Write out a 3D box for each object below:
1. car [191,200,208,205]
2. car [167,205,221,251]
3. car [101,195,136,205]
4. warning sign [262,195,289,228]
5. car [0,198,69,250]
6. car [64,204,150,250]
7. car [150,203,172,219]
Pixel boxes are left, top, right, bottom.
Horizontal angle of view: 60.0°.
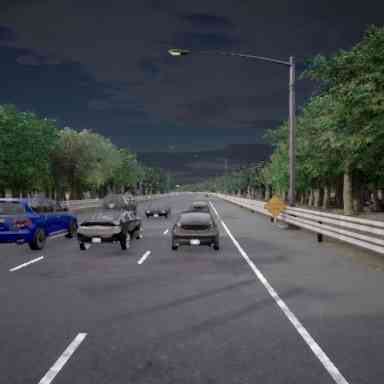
[{"bbox_3d":[0.650,1.508,29.039,1.837,1.490,4.892,0,0,2],"label":"car"},{"bbox_3d":[0.168,1.515,14.158,1.837,1.490,4.892,0,0,1],"label":"car"},{"bbox_3d":[-6.345,1.248,29.319,2.150,2.045,5.566,0,0,2],"label":"car"},{"bbox_3d":[4.868,1.113,19.473,1.300,1.860,1.060,0,0,2],"label":"warning sign"},{"bbox_3d":[-6.830,1.256,14.350,2.150,2.045,5.566,0,0,1],"label":"car"},{"bbox_3d":[-3.332,1.493,14.239,2.128,1.511,4.902,0,0,1],"label":"car"},{"bbox_3d":[-2.847,1.607,29.194,1.895,1.301,4.718,0,0,2],"label":"car"}]
